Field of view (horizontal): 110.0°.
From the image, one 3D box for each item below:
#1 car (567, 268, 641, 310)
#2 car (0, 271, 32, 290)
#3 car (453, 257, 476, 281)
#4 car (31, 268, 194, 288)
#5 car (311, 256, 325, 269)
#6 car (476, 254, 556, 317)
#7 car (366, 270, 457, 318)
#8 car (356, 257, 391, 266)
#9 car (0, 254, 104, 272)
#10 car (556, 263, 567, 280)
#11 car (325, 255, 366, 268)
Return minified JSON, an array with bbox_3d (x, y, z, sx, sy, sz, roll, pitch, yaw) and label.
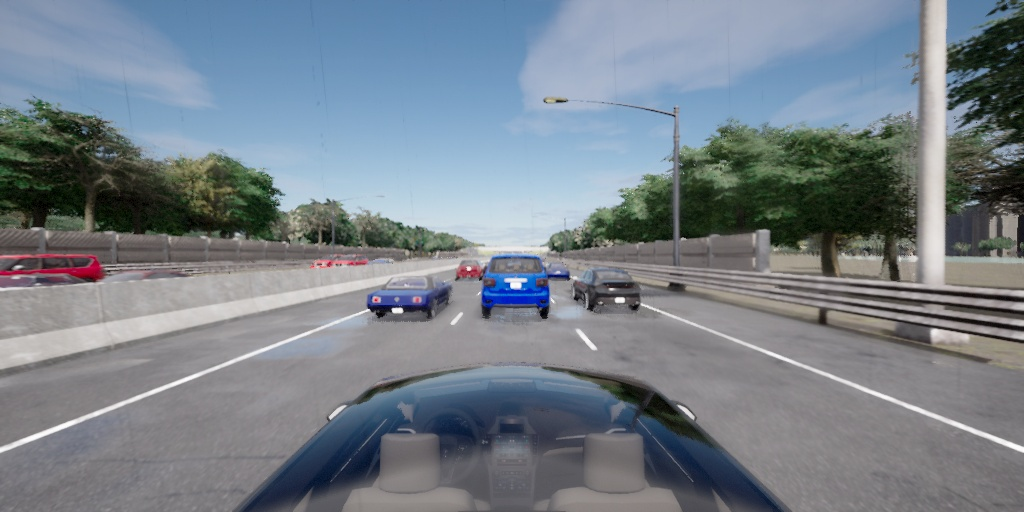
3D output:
[{"bbox_3d":[3.624,1.227,14.427,1.837,1.490,4.892,0,0,0],"label":"car"},{"bbox_3d":[-17.582,1.325,12.834,1.895,1.301,4.718,0,0,0],"label":"car"},{"bbox_3d":[-3.306,1.040,29.691,2.097,1.767,4.553,0,0,0],"label":"car"},{"bbox_3d":[-14.078,1.248,13.574,1.812,1.442,4.674,0,0,0],"label":"car"},{"bbox_3d":[-20.879,0.886,41.595,2.150,2.045,5.566,0,0,1],"label":"car"},{"bbox_3d":[0.118,0.945,13.107,2.150,2.045,5.566,0,0,0],"label":"car"},{"bbox_3d":[-3.381,1.326,12.848,1.895,1.301,4.718,0,0,0],"label":"car"},{"bbox_3d":[-13.938,1.149,37.401,1.882,1.535,5.008,0,0,1],"label":"car"},{"bbox_3d":[-21.074,0.940,15.345,2.150,2.045,5.566,0,0,0],"label":"car"},{"bbox_3d":[3.699,1.251,30.472,1.994,1.385,4.181,0,0,0],"label":"car"},{"bbox_3d":[-17.421,0.892,38.720,2.150,2.045,5.566,0,0,1],"label":"car"}]
